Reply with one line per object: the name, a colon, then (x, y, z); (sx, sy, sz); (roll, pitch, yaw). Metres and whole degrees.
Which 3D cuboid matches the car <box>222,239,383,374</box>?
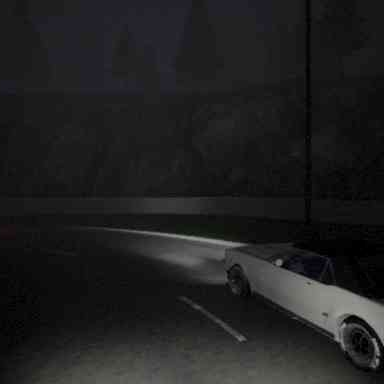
car: (2.303, 1.448, 5.530); (1.895, 1.301, 4.718); (-1, 1, -22)
